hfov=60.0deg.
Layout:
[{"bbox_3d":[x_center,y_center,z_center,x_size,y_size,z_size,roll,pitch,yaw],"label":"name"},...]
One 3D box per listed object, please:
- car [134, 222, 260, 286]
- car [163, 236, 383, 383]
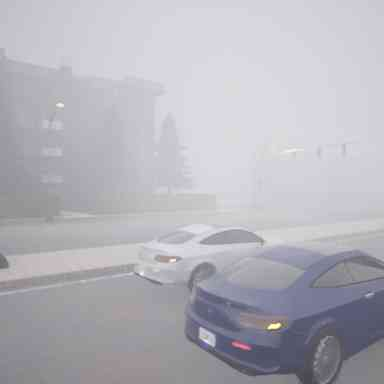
[{"bbox_3d":[0.791,1.522,8.628,4.674,1.442,1.812,0,0,-35],"label":"car"},{"bbox_3d":[2.060,1.523,5.237,4.674,1.442,1.812,0,0,-35],"label":"car"}]
